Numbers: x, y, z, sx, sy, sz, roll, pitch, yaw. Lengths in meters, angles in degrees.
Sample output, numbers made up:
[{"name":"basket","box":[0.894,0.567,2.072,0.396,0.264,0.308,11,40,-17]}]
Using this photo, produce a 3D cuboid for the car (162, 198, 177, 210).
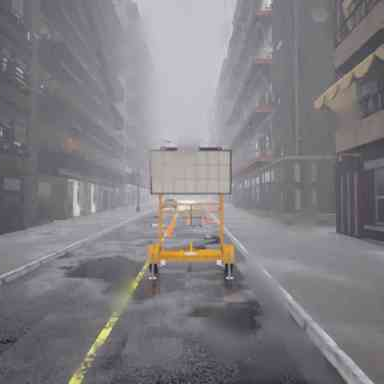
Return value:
[{"name":"car","box":[-2.941,1.547,43.885,1.812,1.442,4.674,0,0,0]}]

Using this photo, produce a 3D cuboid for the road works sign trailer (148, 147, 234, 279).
[{"name":"road works sign trailer","box":[-0.029,0.470,10.000,2.380,3.560,2.880,0,0,0]}]
